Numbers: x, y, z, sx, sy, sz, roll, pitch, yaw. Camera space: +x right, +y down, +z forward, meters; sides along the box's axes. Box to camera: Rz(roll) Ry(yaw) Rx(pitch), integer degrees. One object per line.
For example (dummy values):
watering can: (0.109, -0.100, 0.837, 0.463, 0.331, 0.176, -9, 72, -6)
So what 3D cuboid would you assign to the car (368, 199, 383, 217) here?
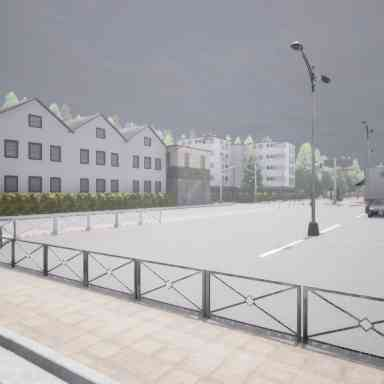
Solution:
car: (15.443, 1.298, 26.791, 2.007, 1.523, 4.514, 0, 0, 35)
